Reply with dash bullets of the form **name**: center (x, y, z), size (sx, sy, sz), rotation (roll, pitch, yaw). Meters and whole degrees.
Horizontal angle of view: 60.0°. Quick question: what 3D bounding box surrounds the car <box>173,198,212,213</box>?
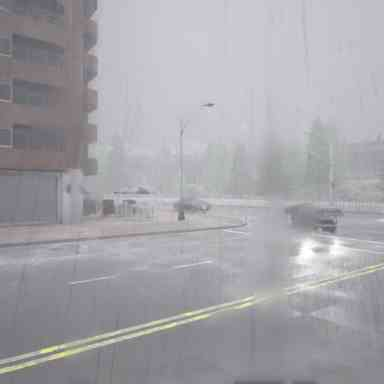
- **car**: center (-0.142, 1.434, 35.649), size (2.128, 1.511, 4.902), rotation (0, 0, -36)

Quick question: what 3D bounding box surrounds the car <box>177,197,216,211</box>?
- **car**: center (0.474, 1.436, 40.742), size (2.128, 1.511, 4.902), rotation (0, 0, -36)

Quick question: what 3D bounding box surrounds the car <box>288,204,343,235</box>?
- **car**: center (6.953, 1.593, 19.158), size (1.895, 1.301, 4.718), rotation (0, 0, 10)

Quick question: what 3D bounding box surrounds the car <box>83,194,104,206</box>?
- **car**: center (-15.101, 1.438, 51.308), size (4.902, 1.511, 2.128), rotation (0, 0, 25)

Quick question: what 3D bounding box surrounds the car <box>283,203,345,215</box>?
- **car**: center (9.990, 1.549, 27.418), size (1.895, 1.301, 4.718), rotation (0, 0, -35)
